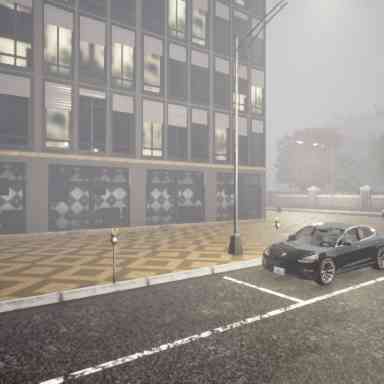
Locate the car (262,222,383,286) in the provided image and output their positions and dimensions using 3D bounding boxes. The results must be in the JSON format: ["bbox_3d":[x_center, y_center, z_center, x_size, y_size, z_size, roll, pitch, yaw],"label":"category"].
[{"bbox_3d":[3.914,1.562,9.438,4.313,1.339,1.947,0,0,-35],"label":"car"}]
